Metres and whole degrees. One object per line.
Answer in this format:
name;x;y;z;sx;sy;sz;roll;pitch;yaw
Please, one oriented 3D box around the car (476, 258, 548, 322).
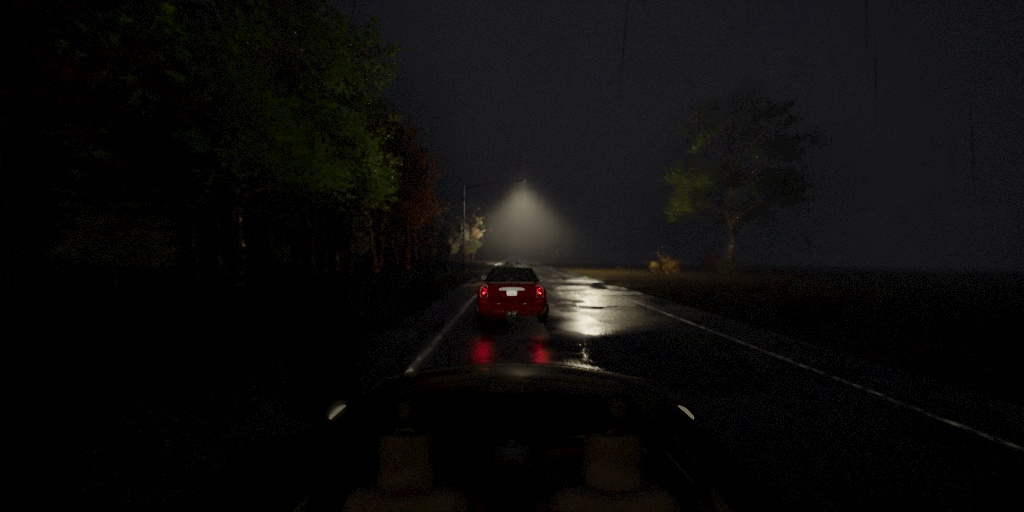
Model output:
car;-0.006;1.065;12.260;2.097;1.767;4.553;0;0;0
